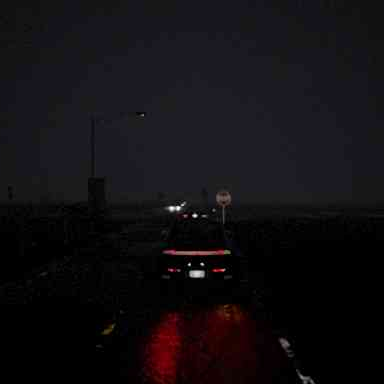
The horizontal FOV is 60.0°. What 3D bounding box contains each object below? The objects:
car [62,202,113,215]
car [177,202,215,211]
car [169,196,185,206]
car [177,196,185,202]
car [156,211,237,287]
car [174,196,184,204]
[{"bbox_3d":[-10.688,1.681,34.343,4.718,1.301,1.895,0,0,0],"label":"car"},{"bbox_3d":[0.579,1.615,24.167,2.033,1.411,5.357,0,0,9],"label":"car"},{"bbox_3d":[-2.785,1.669,56.536,2.128,1.511,4.902,0,0,0],"label":"car"},{"bbox_3d":[-2.742,1.816,85.546,1.812,1.442,4.674,0,0,0],"label":"car"},{"bbox_3d":[0.112,1.516,9.399,2.128,1.511,4.902,0,0,0],"label":"car"},{"bbox_3d":[-2.726,1.708,70.540,1.882,1.535,5.008,0,0,0],"label":"car"}]
